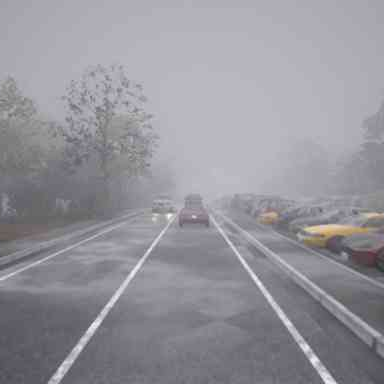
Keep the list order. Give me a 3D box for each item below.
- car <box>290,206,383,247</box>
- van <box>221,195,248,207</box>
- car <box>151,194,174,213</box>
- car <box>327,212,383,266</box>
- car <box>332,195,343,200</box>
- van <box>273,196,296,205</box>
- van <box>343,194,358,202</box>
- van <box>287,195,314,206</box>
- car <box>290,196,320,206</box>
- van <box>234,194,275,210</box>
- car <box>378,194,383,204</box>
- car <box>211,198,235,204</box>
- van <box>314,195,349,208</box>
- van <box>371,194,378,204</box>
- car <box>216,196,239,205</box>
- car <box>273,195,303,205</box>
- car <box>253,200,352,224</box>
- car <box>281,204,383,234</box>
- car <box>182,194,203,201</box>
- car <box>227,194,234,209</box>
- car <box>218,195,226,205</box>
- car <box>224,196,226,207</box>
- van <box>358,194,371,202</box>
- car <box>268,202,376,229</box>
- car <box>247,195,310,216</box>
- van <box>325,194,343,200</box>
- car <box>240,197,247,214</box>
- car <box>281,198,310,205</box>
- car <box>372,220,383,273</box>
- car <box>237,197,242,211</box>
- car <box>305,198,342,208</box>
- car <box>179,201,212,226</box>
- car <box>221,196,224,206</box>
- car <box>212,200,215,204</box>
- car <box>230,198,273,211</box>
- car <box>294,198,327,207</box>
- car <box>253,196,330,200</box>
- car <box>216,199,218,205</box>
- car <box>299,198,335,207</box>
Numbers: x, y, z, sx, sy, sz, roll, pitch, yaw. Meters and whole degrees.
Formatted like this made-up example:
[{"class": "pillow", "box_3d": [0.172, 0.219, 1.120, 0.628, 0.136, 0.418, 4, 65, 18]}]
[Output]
[{"class": "car", "box_3d": [6.849, 1.470, 12.813, 5.366, 1.575, 1.946, 0, 0, 0]}, {"class": "van", "box_3d": [7.323, 1.506, 57.212, 4.442, 1.987, 1.878, 0, -1, 0]}, {"class": "car", "box_3d": [-3.273, 1.249, 37.912, 2.150, 2.045, 5.566, 0, 0, 0]}, {"class": "car", "box_3d": [6.994, 1.505, 10.036, 4.792, 1.488, 2.163, 0, 0, 0]}, {"class": "car", "box_3d": [20.226, 1.474, 40.347, 5.008, 1.535, 2.097, 0, -1, 0]}, {"class": "van", "box_3d": [20.467, 1.781, 73.706, 4.442, 1.987, 1.878, 0, -1, 0]}, {"class": "van", "box_3d": [20.094, 1.224, 37.730, 4.442, 1.987, 1.878, 0, 0, 0]}, {"class": "van", "box_3d": [20.423, 1.585, 62.509, 4.442, 1.987, 1.878, 0, -1, 0]}, {"class": "car", "box_3d": [20.264, 1.643, 59.738, 4.553, 1.767, 2.185, 0, -1, 0]}, {"class": "van", "box_3d": [7.003, 1.228, 35.022, 4.442, 1.987, 1.878, 0, 0, 0]}, {"class": "car", "box_3d": [20.150, 1.205, 29.411, 5.566, 2.045, 2.435, 0, 0, 0]}, {"class": "car", "box_3d": [7.096, 2.074, 76.624, 5.366, 1.575, 1.946, 0, -1, 0]}, {"class": "van", "box_3d": [20.370, 1.375, 48.659, 4.442, 1.987, 1.878, 0, -1, 0]}, {"class": "van", "box_3d": [20.306, 1.228, 32.181, 4.442, 1.987, 1.878, 0, 0, 0]}, {"class": "car", "box_3d": [7.280, 1.778, 68.310, 4.553, 1.767, 2.185, 0, -1, 0]}, {"class": "car", "box_3d": [20.366, 1.694, 70.816, 5.566, 2.045, 2.435, 0, -1, 0]}, {"class": "car", "box_3d": [6.881, 1.463, 21.141, 5.366, 1.575, 1.946, 0, 0, 0]}, {"class": "car", "box_3d": [7.051, 1.472, 15.588, 4.892, 1.521, 2.231, 0, 0, 0]}, {"class": "car", "box_3d": [0.185, 1.278, 41.647, 2.150, 2.045, 5.566, 0, -1, 0]}, {"class": "car", "box_3d": [7.159, 1.200, 37.797, 5.566, 2.045, 2.435, 0, 0, 0]}, {"class": "car", "box_3d": [7.201, 1.690, 54.433, 5.008, 1.535, 2.097, 0, -1, 0]}, {"class": "car", "box_3d": [7.166, 1.603, 46.105, 4.674, 1.452, 2.002, 0, -1, 0]}, {"class": "van", "box_3d": [20.316, 1.226, 34.826, 4.442, 1.987, 1.878, 0, 0, 0]}, {"class": "car", "box_3d": [7.049, 1.470, 18.364, 4.892, 1.521, 2.231, 0, 0, 0]}, {"class": "car", "box_3d": [7.056, 1.336, 26.693, 4.553, 1.767, 2.185, 0, 0, 0]}, {"class": "van", "box_3d": [20.114, 1.290, 43.121, 4.442, 1.987, 1.878, 0, -1, 0]}, {"class": "car", "box_3d": [7.093, 1.459, 29.469, 5.008, 1.535, 2.097, 0, 0, 0]}, {"class": "car", "box_3d": [20.311, 1.854, 65.276, 4.892, 1.521, 2.231, 0, -1, 0]}, {"class": "car", "box_3d": [6.983, 1.508, 7.260, 4.792, 1.488, 2.163, 0, 0, 0]}, {"class": "car", "box_3d": [7.112, 1.497, 32.245, 4.674, 1.452, 2.002, 0, 0, 0]}, {"class": "car", "box_3d": [20.258, 1.644, 51.426, 4.892, 1.521, 2.231, 0, -1, 0]}, {"class": "car", "box_3d": [0.136, 1.531, 22.908, 1.994, 1.385, 4.181, 0, 0, 0]}, {"class": "car", "box_3d": [7.144, 1.635, 48.882, 4.792, 1.488, 2.163, 0, -1, 0]}, {"class": "car", "box_3d": [7.210, 1.608, 65.540, 5.566, 2.045, 2.435, 0, -1, 0]}, {"class": "car", "box_3d": [7.171, 1.508, 40.547, 4.792, 1.488, 2.163, 0, 0, 0]}, {"class": "car", "box_3d": [20.280, 1.729, 57.091, 5.008, 1.535, 2.097, 0, -1, 0]}, {"class": "car", "box_3d": [7.046, 1.338, 23.917, 4.553, 1.767, 2.185, 0, 0, 0]}, {"class": "car", "box_3d": [7.219, 1.815, 59.984, 4.674, 1.452, 2.002, 0, -1, 0]}, {"class": "car", "box_3d": [20.269, 1.685, 54.196, 5.008, 1.535, 2.097, 0, -1, 0]}]
